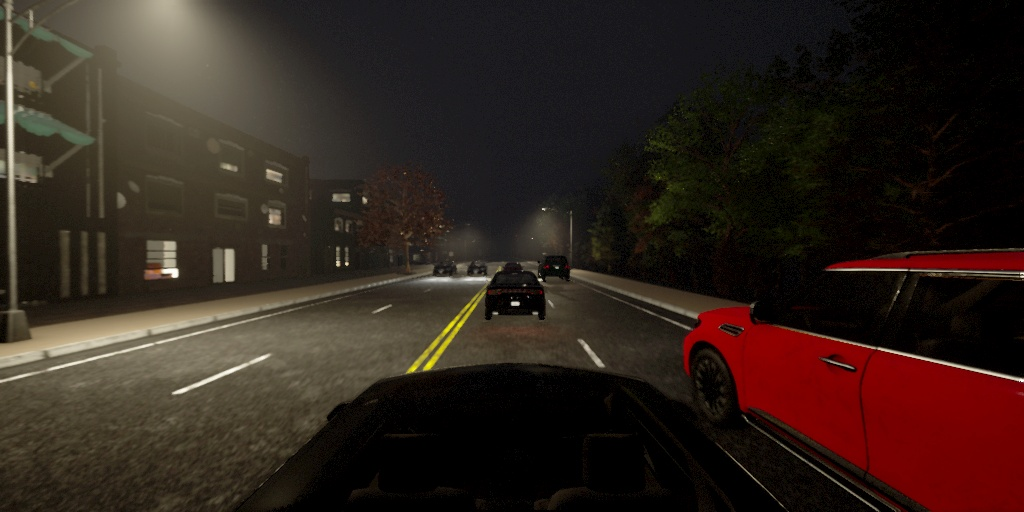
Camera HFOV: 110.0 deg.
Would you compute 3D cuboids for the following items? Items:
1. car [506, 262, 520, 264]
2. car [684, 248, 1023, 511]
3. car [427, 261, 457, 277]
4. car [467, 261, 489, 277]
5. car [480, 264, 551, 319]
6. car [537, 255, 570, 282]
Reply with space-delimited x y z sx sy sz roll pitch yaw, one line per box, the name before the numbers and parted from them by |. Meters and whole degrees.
car | 0.084 1.268 31.017 1.812 1.442 4.674 0 0 0
car | 3.360 0.971 2.447 2.150 2.045 5.566 0 0 0
car | -6.642 1.232 35.938 2.128 1.511 4.902 0 0 0
car | -3.392 1.232 35.992 2.128 1.511 4.902 0 0 0
car | 0.096 1.225 12.802 1.882 1.535 5.008 0 0 0
car | 3.340 0.964 29.331 2.150 2.045 5.566 0 0 0
